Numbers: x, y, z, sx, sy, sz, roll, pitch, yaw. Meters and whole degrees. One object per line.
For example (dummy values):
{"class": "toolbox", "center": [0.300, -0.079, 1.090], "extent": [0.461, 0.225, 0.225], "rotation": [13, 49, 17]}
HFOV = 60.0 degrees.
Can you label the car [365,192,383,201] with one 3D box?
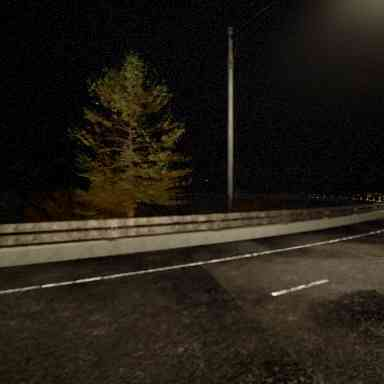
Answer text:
{"class": "car", "center": [45.181, 1.397, 81.927], "extent": [2.097, 1.767, 4.553], "rotation": [0, 0, 7]}
